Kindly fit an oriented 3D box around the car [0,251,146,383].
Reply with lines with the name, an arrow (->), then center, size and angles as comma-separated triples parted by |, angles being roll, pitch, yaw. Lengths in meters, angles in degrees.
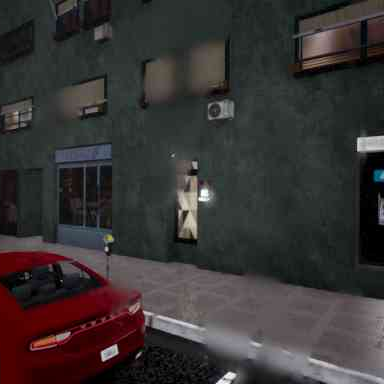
car -> -2.676, 1.544, 4.772 | 4.507, 1.381, 1.887 | 0, 0, 35
